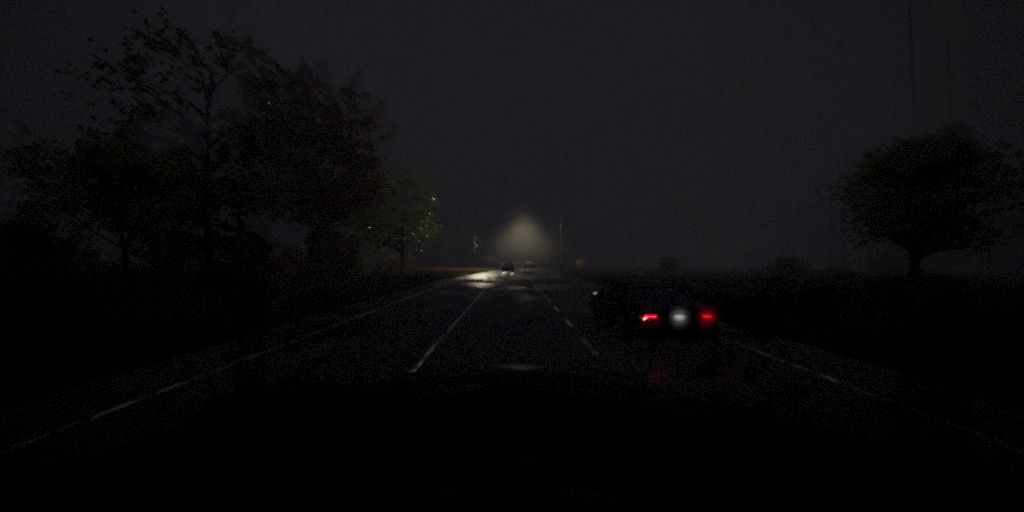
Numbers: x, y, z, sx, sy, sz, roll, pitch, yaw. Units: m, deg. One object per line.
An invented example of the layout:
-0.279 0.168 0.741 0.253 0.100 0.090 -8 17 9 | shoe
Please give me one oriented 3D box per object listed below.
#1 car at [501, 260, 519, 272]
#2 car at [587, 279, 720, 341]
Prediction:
-0.501 1.657 54.028 2.033 1.411 5.357 0 0 5 | car
3.497 1.354 9.989 2.033 1.411 5.357 0 0 0 | car
